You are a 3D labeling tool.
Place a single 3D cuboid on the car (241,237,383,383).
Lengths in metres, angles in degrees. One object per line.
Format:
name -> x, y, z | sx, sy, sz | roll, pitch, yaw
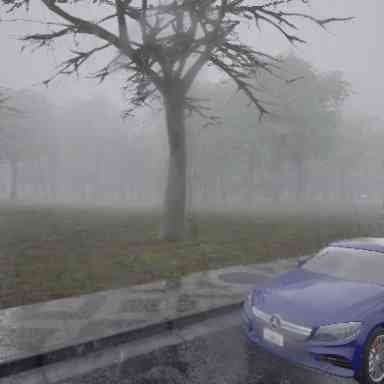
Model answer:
car -> 2.899, 1.534, 5.446 | 4.674, 1.442, 1.812 | 0, 0, -35
